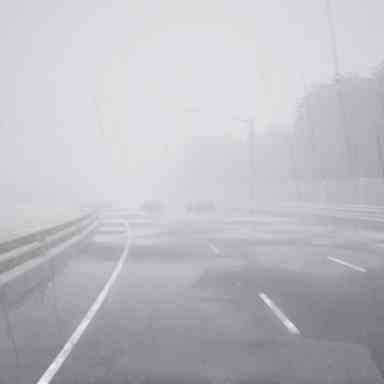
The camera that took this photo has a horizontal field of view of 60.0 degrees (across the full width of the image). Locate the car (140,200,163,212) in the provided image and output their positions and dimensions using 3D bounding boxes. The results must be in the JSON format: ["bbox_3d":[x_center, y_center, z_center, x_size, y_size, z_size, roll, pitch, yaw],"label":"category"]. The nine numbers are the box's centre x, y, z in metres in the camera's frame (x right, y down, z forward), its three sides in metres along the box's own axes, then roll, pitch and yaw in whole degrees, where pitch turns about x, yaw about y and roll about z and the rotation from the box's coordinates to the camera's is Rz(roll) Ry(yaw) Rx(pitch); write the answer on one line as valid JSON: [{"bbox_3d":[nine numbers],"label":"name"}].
[{"bbox_3d":[-5.098,1.717,41.611,2.128,1.511,4.902,0,0,-23],"label":"car"}]

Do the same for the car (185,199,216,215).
[{"bbox_3d":[0.825,1.486,36.037,2.097,1.767,4.553,-1,0,-19],"label":"car"}]

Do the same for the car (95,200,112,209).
[{"bbox_3d":[-13.642,1.890,51.015,1.812,1.442,4.674,0,0,-30],"label":"car"}]
